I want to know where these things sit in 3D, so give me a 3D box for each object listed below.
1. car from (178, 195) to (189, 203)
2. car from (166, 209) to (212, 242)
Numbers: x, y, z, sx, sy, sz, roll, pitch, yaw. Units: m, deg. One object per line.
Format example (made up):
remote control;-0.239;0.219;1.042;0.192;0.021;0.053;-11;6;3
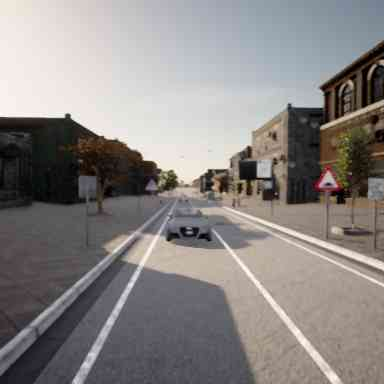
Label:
car;-1.642;1.335;64.575;2.128;1.511;4.902;1;0;-2
car;-0.166;1.488;15.789;1.994;1.385;4.181;0;0;-2
